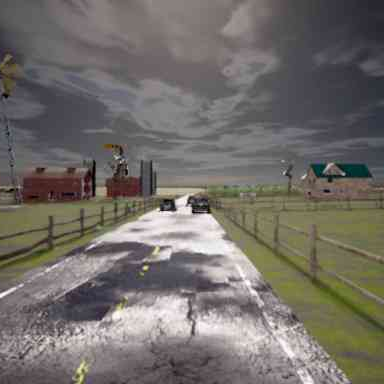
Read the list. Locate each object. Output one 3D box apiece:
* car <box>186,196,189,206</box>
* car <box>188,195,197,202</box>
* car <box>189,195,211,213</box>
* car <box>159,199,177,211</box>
[{"bbox_3d":[0.016,1.537,56.186,1.812,1.442,4.674,0,0,0],"label":"car"},{"bbox_3d":[0.021,1.362,72.961,1.882,1.535,5.008,0,0,0],"label":"car"},{"bbox_3d":[0.972,1.351,37.355,2.097,1.767,4.553,0,0,0],"label":"car"},{"bbox_3d":[-2.826,1.526,40.288,1.812,1.442,4.674,0,0,0],"label":"car"}]
